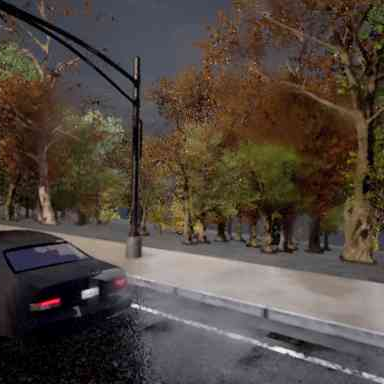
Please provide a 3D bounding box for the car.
[{"bbox_3d":[-3.487,1.441,6.188,5.357,1.411,2.033,1,1,36],"label":"car"}]
